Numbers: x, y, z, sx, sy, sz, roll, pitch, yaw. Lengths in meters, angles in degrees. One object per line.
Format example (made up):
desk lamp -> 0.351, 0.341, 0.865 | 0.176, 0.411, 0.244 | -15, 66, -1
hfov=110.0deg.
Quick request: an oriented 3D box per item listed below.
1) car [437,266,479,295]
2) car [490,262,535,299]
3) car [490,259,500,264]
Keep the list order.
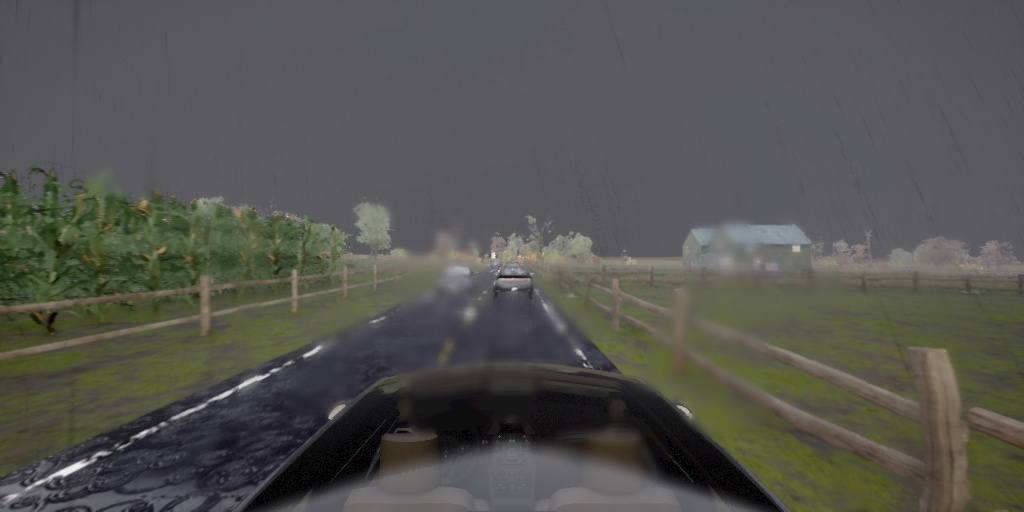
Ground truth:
car -> -2.846, 1.273, 19.725 | 1.812, 1.442, 4.674 | 0, 0, 0
car -> 0.104, 1.239, 17.910 | 2.128, 1.511, 4.902 | 0, 0, 0
car -> -2.773, 1.273, 61.760 | 2.128, 1.511, 4.902 | 0, 0, 1
